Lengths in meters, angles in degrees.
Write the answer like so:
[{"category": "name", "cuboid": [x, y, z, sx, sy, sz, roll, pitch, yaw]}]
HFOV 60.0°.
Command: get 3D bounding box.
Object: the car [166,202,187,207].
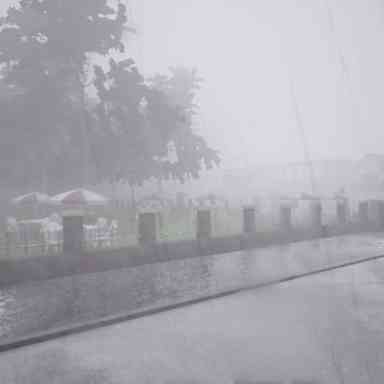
[{"category": "car", "cuboid": [-2.655, 2.397, 58.553, 1.895, 1.301, 4.718, 0, -1, -36]}]
